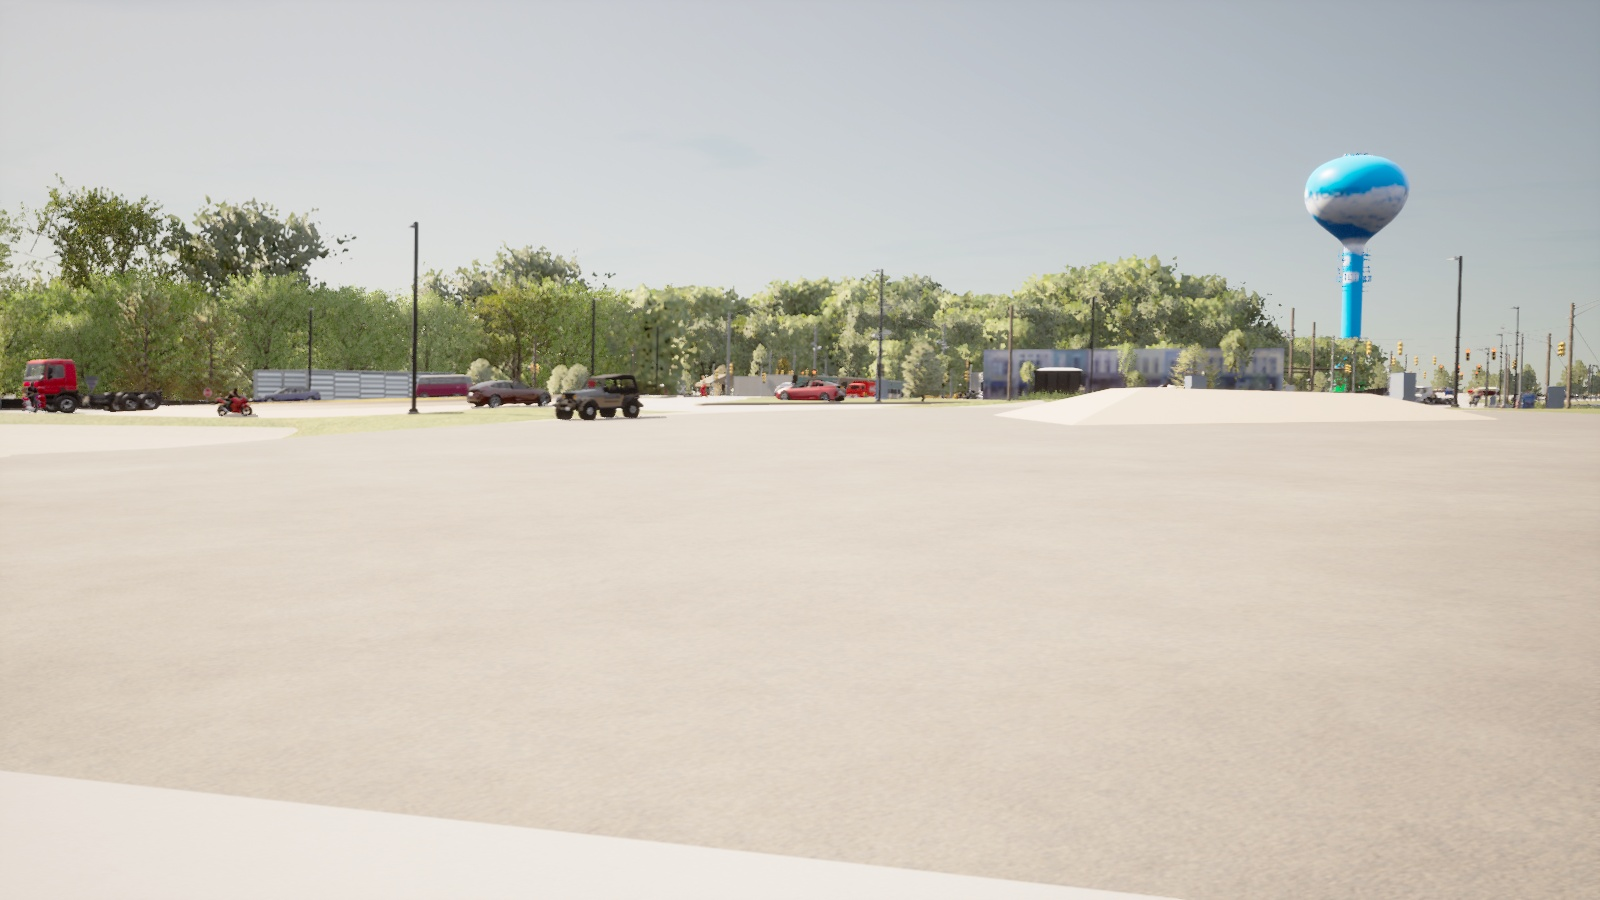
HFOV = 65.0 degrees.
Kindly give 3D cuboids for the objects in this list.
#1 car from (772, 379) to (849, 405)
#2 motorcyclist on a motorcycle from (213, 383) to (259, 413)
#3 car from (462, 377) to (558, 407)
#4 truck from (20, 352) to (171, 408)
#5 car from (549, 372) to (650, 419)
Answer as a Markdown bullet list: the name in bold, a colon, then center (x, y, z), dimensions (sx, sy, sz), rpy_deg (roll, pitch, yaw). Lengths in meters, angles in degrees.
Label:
- **car**: center (0.692, -3.783, 81.631), dimensions (4.514, 1.525, 2.007), rpy_deg (3, 2, 25)
- **motorcyclist on a motorcycle**: center (-29.383, -2.712, 65.389), dimensions (2.044, 1.523, 0.797), rpy_deg (1, 5, 9)
- **car**: center (-16.125, -3.260, 69.997), dimensions (4.792, 1.488, 2.163), rpy_deg (-4, 7, -42)
- **truck**: center (-45.309, -4.468, 81.049), dimensions (2.891, 3.462, 7.936), rpy_deg (2, 3, 39)
- **car**: center (-8.429, -2.305, 53.031), dimensions (1.905, 1.878, 3.866), rpy_deg (2, 4, 42)
